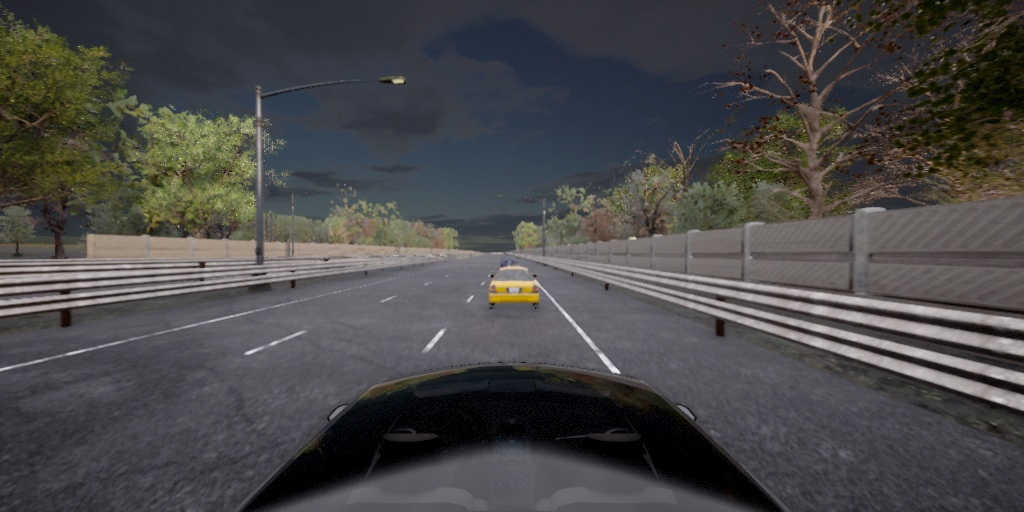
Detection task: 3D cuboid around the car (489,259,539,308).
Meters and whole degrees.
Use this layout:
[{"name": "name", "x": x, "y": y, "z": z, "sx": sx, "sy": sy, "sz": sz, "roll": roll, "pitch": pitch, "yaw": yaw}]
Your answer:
[{"name": "car", "x": 0.061, "y": 1.061, "z": 14.275, "sx": 1.801, "sy": 1.575, "sz": 5.366, "roll": 0, "pitch": 1, "yaw": 0}]

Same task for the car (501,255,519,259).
[{"name": "car", "x": -0.288, "y": 0.612, "z": 43.469, "sx": 2.097, "sy": 1.767, "sz": 4.553, "roll": 0, "pitch": 1, "yaw": -1}]
